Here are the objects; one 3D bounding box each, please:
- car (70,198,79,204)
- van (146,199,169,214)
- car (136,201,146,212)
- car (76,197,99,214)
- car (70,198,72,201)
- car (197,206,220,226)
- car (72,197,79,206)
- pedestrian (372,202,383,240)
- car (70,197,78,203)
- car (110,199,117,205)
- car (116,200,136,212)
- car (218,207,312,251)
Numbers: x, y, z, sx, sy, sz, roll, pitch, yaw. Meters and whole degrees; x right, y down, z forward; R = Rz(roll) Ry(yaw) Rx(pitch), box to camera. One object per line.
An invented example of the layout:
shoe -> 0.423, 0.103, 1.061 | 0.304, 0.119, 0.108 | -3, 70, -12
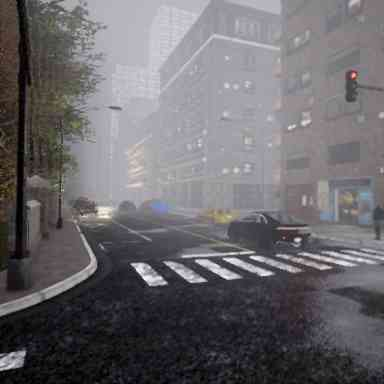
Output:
car -> -29.979, 2.314, 84.764 | 1.947, 1.339, 4.313 | 1, -1, -21
van -> -4.086, 1.770, 41.357 | 1.690, 1.788, 3.998 | 1, -1, -21
car -> -6.097, 1.919, 46.517 | 1.967, 1.590, 4.097 | 1, -1, -21
car -> -11.895, 1.726, 38.315 | 1.967, 1.590, 4.097 | 1, -1, -21
car -> -23.948, 1.906, 69.285 | 2.192, 1.841, 5.009 | 1, -1, -21
car -> 1.876, 1.808, 26.028 | 1.752, 1.417, 4.829 | 1, -1, -21
car -> -15.912, 1.702, 48.639 | 2.192, 1.841, 5.009 | 1, -1, -21
pedestrian -> 8.942, 1.369, 16.002 | 0.375, 1.860, 0.375 | 1, -1, -21
car -> -31.986, 2.241, 89.927 | 1.967, 1.590, 4.097 | 1, -1, -21
car -> -18.153, 2.336, 77.482 | 2.008, 1.369, 4.403 | 1, -1, -21
car -> -9.038, 1.972, 46.799 | 1.812, 1.442, 4.674 | 1, -1, -20
car -> 3.271, 1.633, 15.001 | 2.128, 1.511, 4.902 | 1, -1, -18
